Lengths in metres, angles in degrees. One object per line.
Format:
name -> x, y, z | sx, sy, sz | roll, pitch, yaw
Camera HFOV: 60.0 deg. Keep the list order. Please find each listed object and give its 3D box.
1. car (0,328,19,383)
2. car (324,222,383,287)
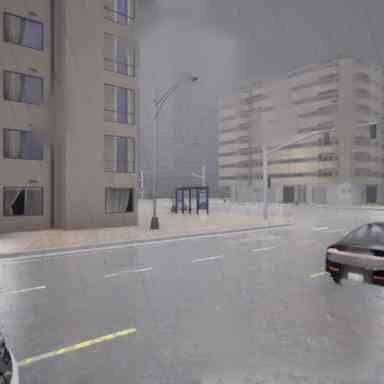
car -> -3.811, 1.221, 1.329 | 5.566, 2.045, 2.150 | 0, 0, -32
car -> 5.181, 1.495, 8.227 | 4.902, 1.511, 2.128 | 0, 0, -39
